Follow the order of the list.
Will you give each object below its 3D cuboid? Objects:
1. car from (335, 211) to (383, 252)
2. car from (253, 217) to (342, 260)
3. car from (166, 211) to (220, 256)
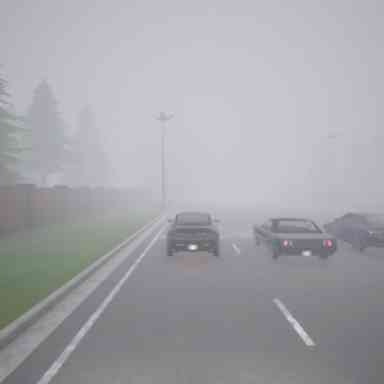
[{"bbox_3d":[7.054,1.520,13.712,1.812,1.442,4.674,0,0,1],"label":"car"},{"bbox_3d":[3.542,1.596,12.423,1.895,1.301,4.718,0,0,0],"label":"car"},{"bbox_3d":[0.047,1.501,13.054,1.837,1.490,4.892,0,0,0],"label":"car"}]
